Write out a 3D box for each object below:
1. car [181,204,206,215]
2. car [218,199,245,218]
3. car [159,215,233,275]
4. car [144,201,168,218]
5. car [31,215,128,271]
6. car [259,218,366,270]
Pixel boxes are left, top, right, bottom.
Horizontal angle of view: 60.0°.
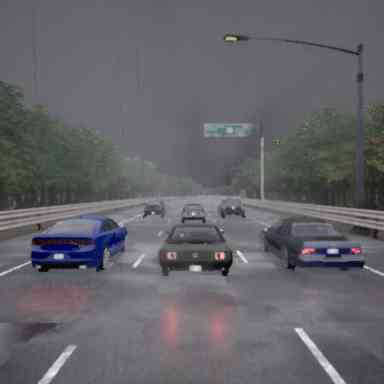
[{"bbox_3d":[0.104,1.611,26.009,2.033,1.411,5.357,0,0,0],"label":"car"},{"bbox_3d":[3.606,1.430,31.101,2.097,1.767,4.553,0,0,0],"label":"car"},{"bbox_3d":[0.098,1.623,10.509,1.895,1.301,4.718,0,0,0],"label":"car"},{"bbox_3d":[-3.394,1.584,31.455,1.837,1.490,4.892,0,0,0],"label":"car"},{"bbox_3d":[-3.402,1.501,10.980,1.882,1.535,5.008,0,0,0],"label":"car"},{"bbox_3d":[3.601,1.571,11.013,2.033,1.411,5.357,0,0,0],"label":"car"}]
